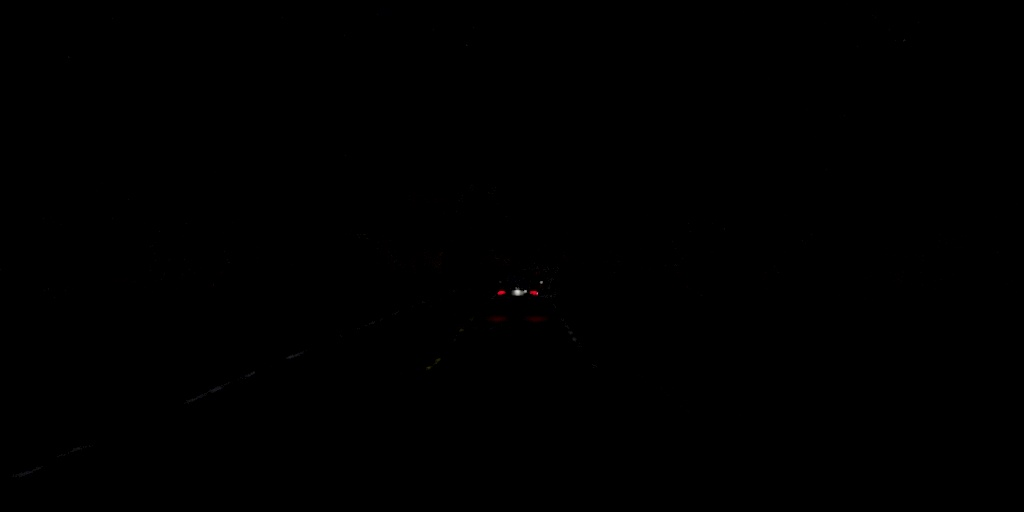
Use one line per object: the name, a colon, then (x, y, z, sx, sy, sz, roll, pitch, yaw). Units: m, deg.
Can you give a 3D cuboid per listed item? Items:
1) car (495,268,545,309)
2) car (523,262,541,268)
car: (0.356, 1.430, 15.705, 2.033, 1.411, 5.357, 0, -1, 3)
car: (1.799, 1.507, 31.023, 1.882, 1.535, 5.008, 0, 0, 8)
